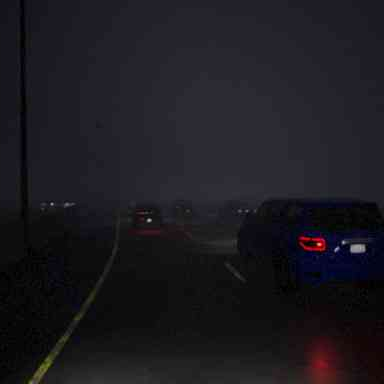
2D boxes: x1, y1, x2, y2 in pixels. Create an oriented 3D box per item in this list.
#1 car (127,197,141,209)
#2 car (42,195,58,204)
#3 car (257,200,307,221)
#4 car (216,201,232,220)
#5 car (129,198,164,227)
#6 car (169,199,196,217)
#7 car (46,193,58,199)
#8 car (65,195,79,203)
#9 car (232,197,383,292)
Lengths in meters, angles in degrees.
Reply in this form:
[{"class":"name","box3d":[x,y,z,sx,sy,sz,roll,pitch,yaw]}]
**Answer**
[{"class":"car","box3d":[-6.794,1.313,40.306,1.812,1.442,4.674,0,0,-12]},{"class":"car","box3d":[-25.138,1.280,58.977,1.837,1.490,4.892,0,0,-11]},{"class":"car","box3d":[6.890,1.396,26.125,1.895,1.301,4.718,0,0,-12]},{"class":"car","box3d":[3.403,1.365,25.760,2.033,1.411,5.357,0,0,-12]},{"class":"car","box3d":[-2.958,1.386,21.763,1.837,1.490,4.892,0,1,-11]},{"class":"car","box3d":[-0.838,1.348,28.968,1.812,1.442,4.674,0,0,-12]},{"class":"car","box3d":[-32.574,0.874,77.460,1.994,1.385,4.181,0,0,-12]},{"class":"car","box3d":[-22.032,1.246,61.247,2.128,1.511,4.902,0,0,-11]},{"class":"car","box3d":[2.844,1.148,8.946,2.150,2.045,5.566,0,0,-6]}]
